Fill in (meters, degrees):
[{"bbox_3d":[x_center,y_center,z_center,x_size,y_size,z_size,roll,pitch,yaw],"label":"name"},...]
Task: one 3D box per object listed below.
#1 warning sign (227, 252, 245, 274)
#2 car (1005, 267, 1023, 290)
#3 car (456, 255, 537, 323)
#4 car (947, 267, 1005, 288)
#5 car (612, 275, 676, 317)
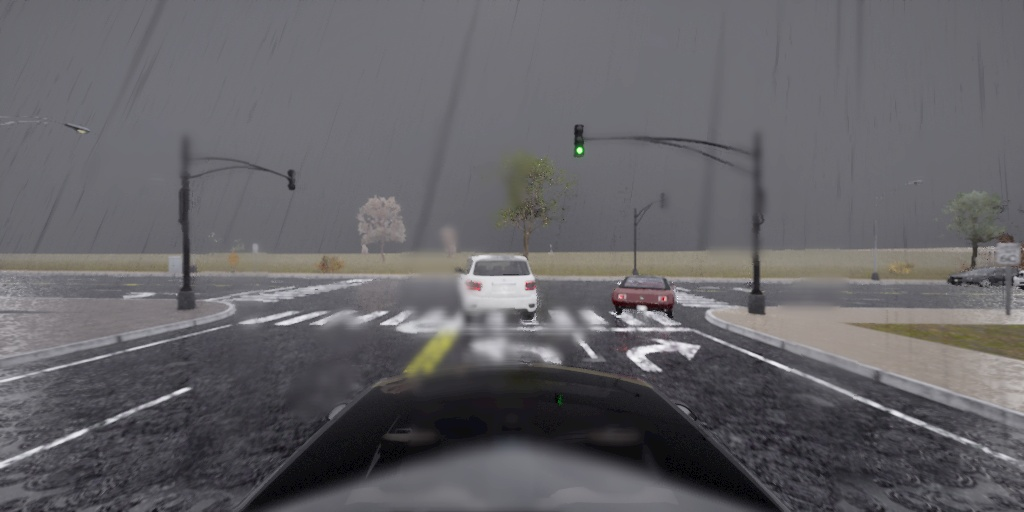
[{"bbox_3d":[-23.472,0.601,30.303,1.060,1.860,1.300,0,0,1],"label":"warning sign"},{"bbox_3d":[35.864,1.297,22.798,5.566,2.045,2.150,0,1,2],"label":"car"},{"bbox_3d":[-0.698,0.975,12.397,2.150,2.045,5.566,0,0,-10],"label":"car"},{"bbox_3d":[34.827,1.541,26.077,4.892,1.490,1.837,0,1,2],"label":"car"},{"bbox_3d":[5.041,1.372,13.362,1.895,1.301,4.718,1,0,24],"label":"car"}]
